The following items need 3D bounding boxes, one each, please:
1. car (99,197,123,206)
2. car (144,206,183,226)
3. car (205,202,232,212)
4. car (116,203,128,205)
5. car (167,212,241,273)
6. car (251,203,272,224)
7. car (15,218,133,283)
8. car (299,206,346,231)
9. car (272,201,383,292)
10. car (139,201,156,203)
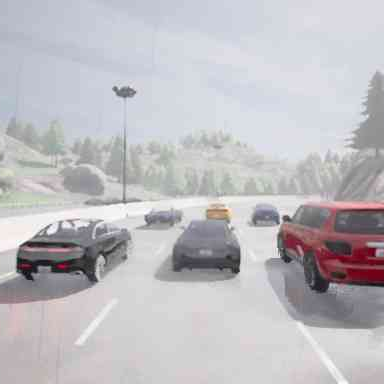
[{"bbox_3d":[-13.313,1.582,55.276,1.812,1.442,4.674,0,0,16],"label":"car"},{"bbox_3d":[-1.838,1.639,23.322,1.895,1.301,4.718,0,0,8],"label":"car"},{"bbox_3d":[2.148,1.536,26.433,1.882,1.535,5.008,0,0,8],"label":"car"},{"bbox_3d":[-10.025,1.544,54.024,1.882,1.535,5.008,0,0,16],"label":"car"},{"bbox_3d":[0.505,1.587,10.898,1.994,1.385,4.181,0,0,4],"label":"car"},{"bbox_3d":[5.520,1.595,25.328,1.812,1.442,4.674,0,0,8],"label":"car"},{"bbox_3d":[-3.083,1.498,9.714,2.128,1.511,4.902,0,0,4],"label":"car"},{"bbox_3d":[8.626,1.676,22.367,1.895,1.301,4.718,0,0,8],"label":"car"},{"bbox_3d":[3.880,1.256,9.112,2.150,2.045,5.566,0,0,4],"label":"car"},{"bbox_3d":[-6.410,1.680,53.972,1.895,1.301,4.718,0,0,16],"label":"car"}]
